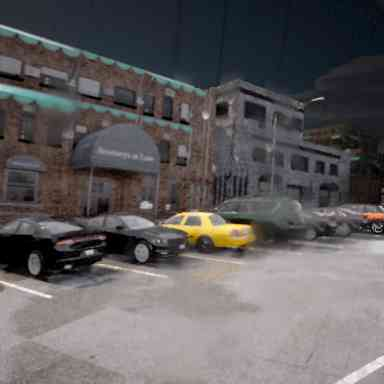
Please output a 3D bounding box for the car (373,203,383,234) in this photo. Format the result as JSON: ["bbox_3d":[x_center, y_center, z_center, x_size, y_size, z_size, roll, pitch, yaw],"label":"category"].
[{"bbox_3d":[9.648,1.505,20.365,4.553,1.767,2.185,-1,-1,35],"label":"car"}]

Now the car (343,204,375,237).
[{"bbox_3d":[7.231,1.592,18.690,4.892,1.521,2.231,-1,-1,35],"label":"car"}]

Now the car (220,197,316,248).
[{"bbox_3d":[2.408,1.277,15.323,5.566,2.045,2.435,-1,-1,35],"label":"car"}]

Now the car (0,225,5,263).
[{"bbox_3d":[-7.109,1.344,8.487,4.553,1.767,2.185,-1,0,35],"label":"car"}]

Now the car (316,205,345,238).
[{"bbox_3d":[4.832,1.555,16.995,4.892,1.521,2.231,-1,-1,35],"label":"car"}]

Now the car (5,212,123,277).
[{"bbox_3d":[-4.735,1.474,10.206,5.008,1.535,2.097,-1,-1,35],"label":"car"}]

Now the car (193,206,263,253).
[{"bbox_3d":[-0.108,1.501,13.716,5.366,1.575,1.946,-1,-1,35],"label":"car"}]

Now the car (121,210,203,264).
[{"bbox_3d":[-2.354,1.487,11.916,5.008,1.535,2.097,-1,-1,35],"label":"car"}]
